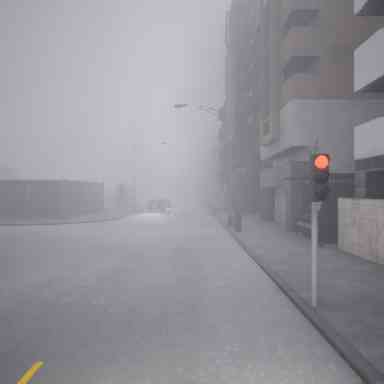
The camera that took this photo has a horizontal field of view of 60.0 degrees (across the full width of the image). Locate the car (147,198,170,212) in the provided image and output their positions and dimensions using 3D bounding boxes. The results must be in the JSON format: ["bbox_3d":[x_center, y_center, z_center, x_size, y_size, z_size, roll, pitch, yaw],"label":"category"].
[{"bbox_3d":[-4.127,1.491,39.308,2.128,1.511,4.902,0,0,0],"label":"car"}]
